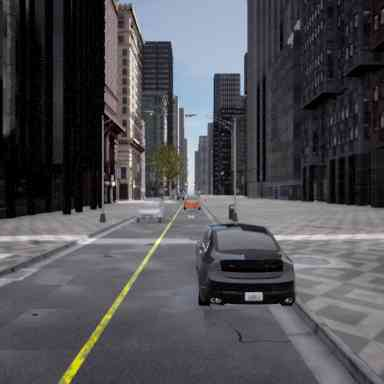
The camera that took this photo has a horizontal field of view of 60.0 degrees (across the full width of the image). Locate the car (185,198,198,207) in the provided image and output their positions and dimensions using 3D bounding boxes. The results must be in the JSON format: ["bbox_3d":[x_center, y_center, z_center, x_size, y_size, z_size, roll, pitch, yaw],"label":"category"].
[{"bbox_3d":[-0.103,1.601,52.584,1.994,1.385,4.181,0,0,0],"label":"car"}]

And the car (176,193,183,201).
[{"bbox_3d":[-3.182,1.357,93.044,2.150,2.045,5.566,0,0,0],"label":"car"}]

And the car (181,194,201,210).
[{"bbox_3d":[0.005,1.374,42.611,2.097,1.767,4.553,0,0,-1],"label":"car"}]

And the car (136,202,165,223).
[{"bbox_3d":[-3.151,1.533,25.797,1.812,1.442,4.674,0,0,0],"label":"car"}]

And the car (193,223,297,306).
[{"bbox_3d":[1.036,1.506,8.007,1.837,1.490,4.892,0,0,0],"label":"car"}]
